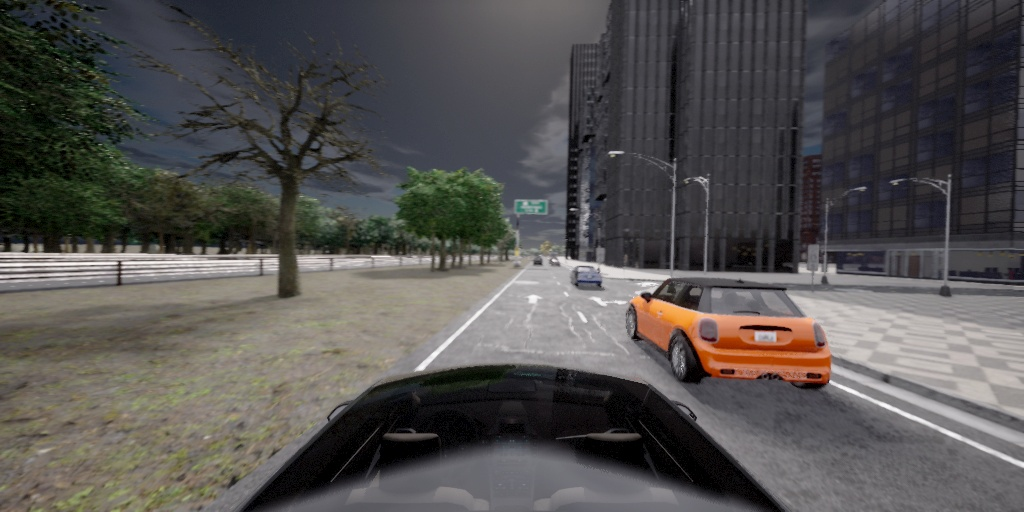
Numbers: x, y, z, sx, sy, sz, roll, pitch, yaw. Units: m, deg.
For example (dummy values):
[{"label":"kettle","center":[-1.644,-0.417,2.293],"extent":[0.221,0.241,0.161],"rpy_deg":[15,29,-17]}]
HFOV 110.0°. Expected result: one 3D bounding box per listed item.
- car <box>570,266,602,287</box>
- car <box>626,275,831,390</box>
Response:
[{"label":"car","center":[5.279,1.403,26.016],"extent":[2.033,1.411,5.357],"rpy_deg":[1,0,4]},{"label":"car","center":[3.876,1.204,7.383],"extent":[2.097,1.767,4.553],"rpy_deg":[2,0,4]}]
